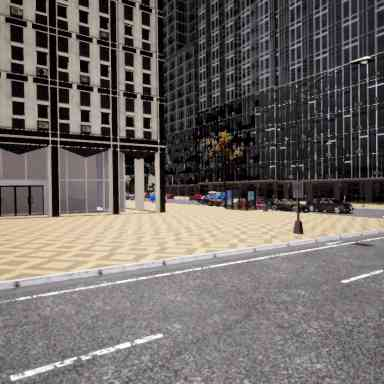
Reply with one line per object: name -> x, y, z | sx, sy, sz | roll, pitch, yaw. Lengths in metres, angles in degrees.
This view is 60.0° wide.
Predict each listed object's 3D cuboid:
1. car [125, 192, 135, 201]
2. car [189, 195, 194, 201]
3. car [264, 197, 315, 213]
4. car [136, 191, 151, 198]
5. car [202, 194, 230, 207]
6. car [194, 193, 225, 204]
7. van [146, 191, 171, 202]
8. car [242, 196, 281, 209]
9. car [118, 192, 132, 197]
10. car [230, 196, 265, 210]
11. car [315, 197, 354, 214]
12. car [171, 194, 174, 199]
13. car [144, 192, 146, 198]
car -> -12.350, 1.039, 67.697 | 2.008, 1.369, 4.403 | 0, 1, -35
car -> 1.004, 1.043, 63.100 | 1.802, 1.307, 4.206 | 0, 1, -35
car -> 10.140, 1.424, 34.879 | 1.947, 1.339, 4.313 | -1, 1, -35
car -> -11.909, 0.686, 81.810 | 1.967, 1.590, 4.097 | 0, 1, -35
car -> 3.746, 1.319, 44.280 | 1.947, 1.339, 4.313 | 0, 1, -35
car -> 2.813, 1.262, 50.289 | 1.895, 1.301, 4.718 | -1, 1, -35
van -> -5.893, 0.937, 58.339 | 1.690, 1.788, 3.998 | 0, 1, -35
car -> 8.652, 1.260, 41.812 | 1.837, 1.490, 4.892 | -1, 1, -34
car -> -18.365, 0.688, 91.167 | 2.008, 1.369, 4.403 | 0, 1, -35
car -> 6.926, 1.388, 39.569 | 1.802, 1.307, 4.206 | 0, 1, -35
car -> 14.002, 1.345, 34.059 | 1.837, 1.490, 4.892 | -1, 1, -35
car -> -5.452, 0.936, 72.456 | 1.802, 1.307, 4.206 | 0, 1, -35
car -> -8.681, 0.615, 77.131 | 2.192, 1.841, 5.009 | 0, 1, -35
